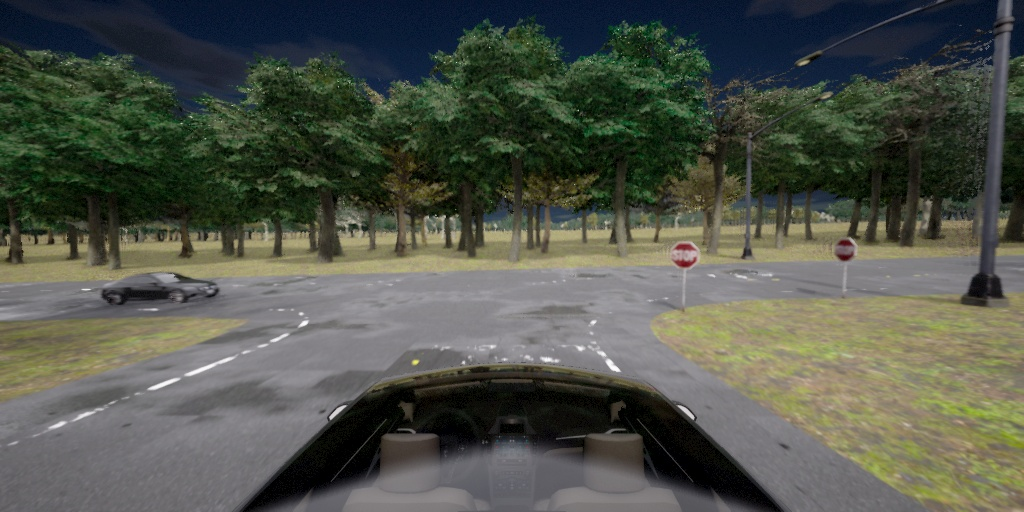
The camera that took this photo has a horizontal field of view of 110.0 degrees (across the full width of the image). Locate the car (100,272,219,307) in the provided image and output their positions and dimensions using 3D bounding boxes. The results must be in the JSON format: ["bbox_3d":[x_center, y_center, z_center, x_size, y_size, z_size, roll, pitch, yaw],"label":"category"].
[{"bbox_3d":[-16.786,1.498,17.158,4.674,1.442,1.812,-1,4,0],"label":"car"}]
